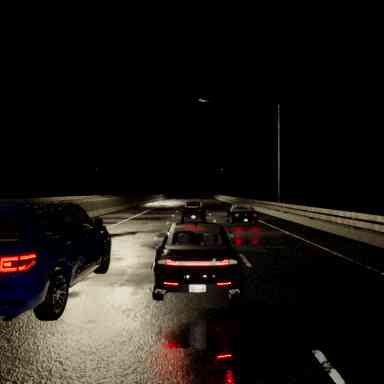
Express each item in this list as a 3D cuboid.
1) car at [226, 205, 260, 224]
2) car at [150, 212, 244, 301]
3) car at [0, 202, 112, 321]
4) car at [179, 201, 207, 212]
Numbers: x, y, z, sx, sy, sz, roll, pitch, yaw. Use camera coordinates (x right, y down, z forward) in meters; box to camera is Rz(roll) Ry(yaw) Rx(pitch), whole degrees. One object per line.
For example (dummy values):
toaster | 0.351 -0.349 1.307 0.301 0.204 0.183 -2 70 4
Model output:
car | 3.598 1.593 24.479 1.895 1.301 4.718 0 0 0
car | 0.099 1.489 8.305 2.128 1.511 4.902 0 0 0
car | -3.396 1.219 7.391 2.150 2.045 5.566 0 0 0
car | 0.099 1.496 25.944 1.837 1.490 4.892 0 0 0
